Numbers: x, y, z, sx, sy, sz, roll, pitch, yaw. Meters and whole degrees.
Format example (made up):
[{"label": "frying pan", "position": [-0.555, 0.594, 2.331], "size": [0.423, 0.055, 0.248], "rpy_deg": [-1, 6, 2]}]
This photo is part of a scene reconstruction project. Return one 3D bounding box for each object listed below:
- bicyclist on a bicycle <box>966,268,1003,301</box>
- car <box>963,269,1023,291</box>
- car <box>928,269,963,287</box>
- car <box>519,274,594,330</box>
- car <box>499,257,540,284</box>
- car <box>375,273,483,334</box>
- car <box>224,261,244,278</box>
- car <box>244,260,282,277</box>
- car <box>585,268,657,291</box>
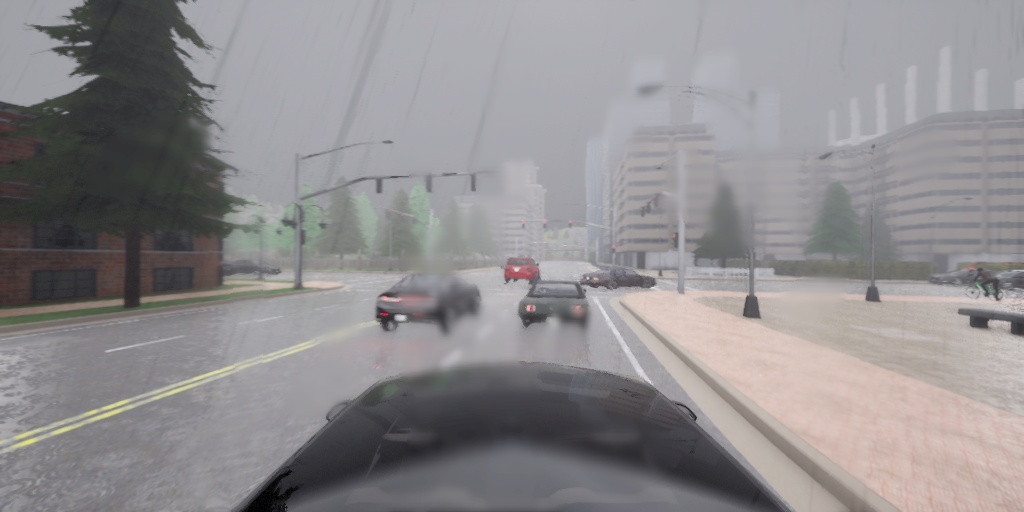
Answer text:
[{"label": "bicyclist on a bicycle", "position": [23.502, 1.411, 17.871], "size": [0.582, 1.620, 1.656], "rpy_deg": [1, -1, 10]}, {"label": "car", "position": [38.089, 1.833, 27.020], "size": [4.892, 1.490, 1.837], "rpy_deg": [1, 0, 10]}, {"label": "car", "position": [38.725, 1.860, 30.462], "size": [4.892, 1.490, 1.837], "rpy_deg": [1, 0, 10]}, {"label": "car", "position": [1.444, 1.424, 11.521], "size": [1.895, 1.301, 4.718], "rpy_deg": [1, 0, 9]}, {"label": "car", "position": [0.866, 1.137, 28.557], "size": [2.150, 2.045, 5.566], "rpy_deg": [1, -1, 12]}, {"label": "car", "position": [-2.210, 1.268, 10.780], "size": [2.128, 1.511, 4.902], "rpy_deg": [1, -1, 9]}, {"label": "car", "position": [-26.607, 0.842, 30.790], "size": [5.566, 2.045, 2.150], "rpy_deg": [0, 0, 10]}, {"label": "car", "position": [-24.391, 1.168, 33.957], "size": [4.892, 1.490, 1.837], "rpy_deg": [0, 0, 10]}, {"label": "car", "position": [7.187, 1.509, 24.059], "size": [5.357, 1.411, 2.033], "rpy_deg": [1, -1, -25]}]
